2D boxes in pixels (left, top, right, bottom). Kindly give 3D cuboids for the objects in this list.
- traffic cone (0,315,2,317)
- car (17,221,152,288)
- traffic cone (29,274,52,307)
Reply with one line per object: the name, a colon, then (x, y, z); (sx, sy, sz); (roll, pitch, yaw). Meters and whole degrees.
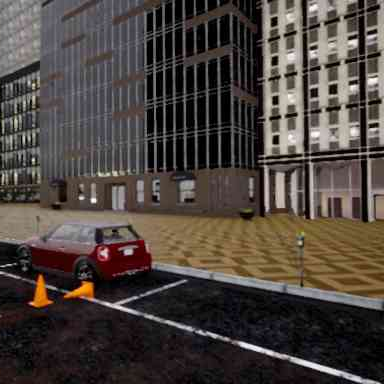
traffic cone: (-3.711, 1.993, 6.059); (0.340, 0.580, 0.340); (0, -1, 36)
car: (-3.130, 1.506, 9.327); (4.097, 1.590, 1.967); (0, -1, 36)
traffic cone: (-3.121, 2.001, 6.867); (0.340, 0.580, 0.340); (0, -1, 36)
